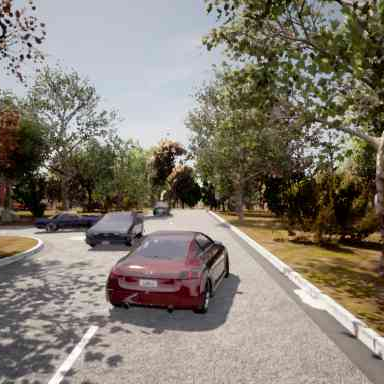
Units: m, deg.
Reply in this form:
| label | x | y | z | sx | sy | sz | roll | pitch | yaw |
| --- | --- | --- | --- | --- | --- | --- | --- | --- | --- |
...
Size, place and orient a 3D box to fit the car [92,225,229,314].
| label | x | y | z | sx | sy | sz | roll | pitch | yaw |
| --- | --- | --- | --- | --- | --- | --- | --- | --- | --- |
| car | -0.306 | 1.588 | 7.817 | 1.994 | 1.385 | 4.181 | 0 | 0 | 13 |

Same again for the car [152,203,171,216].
| label | x | y | z | sx | sy | sz | roll | pitch | yaw |
| --- | --- | --- | --- | --- | --- | --- | --- | --- | --- |
| car | -3.391 | 1.971 | 38.076 | 2.128 | 1.511 | 4.902 | 0 | -1 | 0 |

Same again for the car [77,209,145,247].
| label | x | y | z | sx | sy | sz | roll | pitch | yaw |
| --- | --- | --- | --- | --- | --- | --- | --- | --- | --- |
| car | -3.390 | 1.632 | 15.680 | 2.033 | 1.411 | 5.357 | 0 | 0 | 0 |

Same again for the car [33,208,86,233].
| label | x | y | z | sx | sy | sz | roll | pitch | yaw |
| --- | --- | --- | --- | --- | --- | --- | --- | --- | --- |
| car | -7.722 | 1.921 | 21.885 | 4.718 | 1.301 | 1.895 | 0 | -2 | -18 |

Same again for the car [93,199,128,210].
| label | x | y | z | sx | sy | sz | roll | pitch | yaw |
| --- | --- | --- | --- | --- | --- | --- | --- | --- | --- |
| car | -14.492 | 2.225 | 59.371 | 5.566 | 2.045 | 2.150 | 0 | -3 | 4 |

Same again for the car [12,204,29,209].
| label | x | y | z | sx | sy | sz | roll | pitch | yaw |
| --- | --- | --- | --- | --- | --- | --- | --- | --- | --- |
| car | -33.109 | 2.526 | 64.608 | 4.553 | 1.767 | 2.097 | -1 | -2 | 21 |
